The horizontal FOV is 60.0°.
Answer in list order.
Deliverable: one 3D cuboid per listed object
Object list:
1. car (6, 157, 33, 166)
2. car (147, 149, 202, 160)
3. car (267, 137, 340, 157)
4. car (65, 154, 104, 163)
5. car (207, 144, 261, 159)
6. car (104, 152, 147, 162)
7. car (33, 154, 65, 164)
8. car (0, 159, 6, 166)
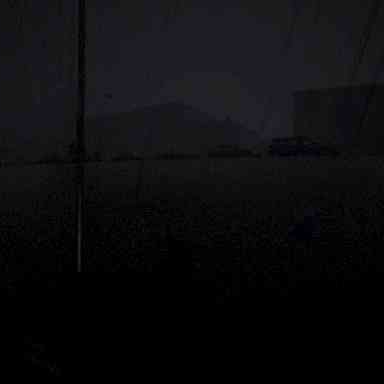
[{"bbox_3d":[-20.802,-3.642,42.055,5.008,1.535,2.097,1,1,32],"label":"car"},{"bbox_3d":[-1.373,-3.299,31.345,4.892,1.521,2.231,1,1,27],"label":"car"},{"bbox_3d":[8.801,-3.317,26.549,5.566,2.045,2.435,1,1,25],"label":"car"},{"bbox_3d":[-11.062,-3.440,36.424,4.792,1.488,2.163,1,1,29],"label":"car"},{"bbox_3d":[3.704,-3.319,28.895,4.553,1.767,2.185,1,1,26],"label":"car"},{"bbox_3d":[-6.202,-3.345,33.810,4.674,1.452,2.002,1,1,28],"label":"car"},{"bbox_3d":[-16.052,-3.683,39.232,4.553,1.767,2.185,1,1,31],"label":"car"},{"bbox_3d":[-25.510,-3.687,44.991,4.674,1.452,2.002,1,1,33],"label":"car"}]
